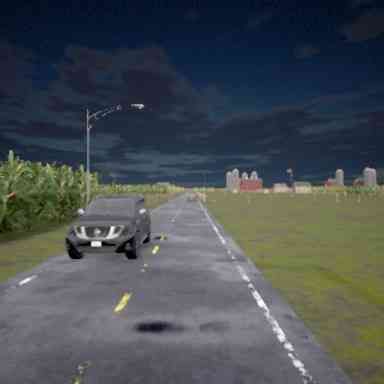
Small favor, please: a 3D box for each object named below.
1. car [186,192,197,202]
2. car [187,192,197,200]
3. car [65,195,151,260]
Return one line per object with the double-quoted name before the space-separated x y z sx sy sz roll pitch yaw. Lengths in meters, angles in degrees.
"car" -0.033 1.140 63.432 2.128 1.511 4.902 0 0 0
"car" -0.038 0.792 73.819 2.097 1.767 4.553 0 0 0
"car" -2.846 1.156 12.617 2.150 2.045 5.566 0 1 0
